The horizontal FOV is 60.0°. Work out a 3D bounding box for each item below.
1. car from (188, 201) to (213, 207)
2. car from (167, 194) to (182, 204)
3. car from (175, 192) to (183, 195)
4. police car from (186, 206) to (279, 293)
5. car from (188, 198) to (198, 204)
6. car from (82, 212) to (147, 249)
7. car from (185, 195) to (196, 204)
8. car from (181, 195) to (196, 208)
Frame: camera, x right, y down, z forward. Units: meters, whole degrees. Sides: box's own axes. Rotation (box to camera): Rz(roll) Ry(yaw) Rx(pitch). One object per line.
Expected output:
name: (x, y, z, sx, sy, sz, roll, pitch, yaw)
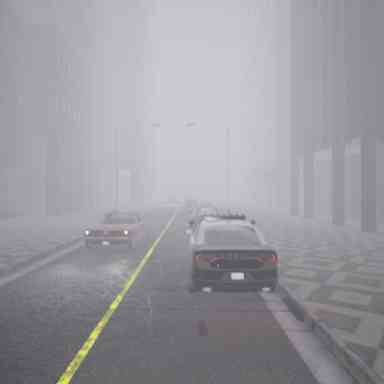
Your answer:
car: (0.826, 1.479, 18.854, 1.812, 1.442, 4.674, 0, 0, 0)
car: (-3.304, 1.339, 58.293, 2.128, 1.511, 4.902, 0, 0, 0)
car: (-3.380, 1.270, 94.696, 1.837, 1.490, 4.892, 0, 0, 0)
police car: (0.865, 1.405, 8.963, 1.930, 1.638, 5.238, 0, 0, 0)
car: (0.801, 1.441, 24.855, 1.837, 1.490, 4.892, 0, 0, 0)
car: (-3.157, 1.566, 14.408, 1.895, 1.301, 4.718, 0, 0, 0)
car: (-0.242, 1.318, 60.444, 1.882, 1.535, 5.008, 0, 0, 0)
car: (-0.160, 1.403, 46.164, 1.812, 1.442, 4.674, 0, 0, 0)
